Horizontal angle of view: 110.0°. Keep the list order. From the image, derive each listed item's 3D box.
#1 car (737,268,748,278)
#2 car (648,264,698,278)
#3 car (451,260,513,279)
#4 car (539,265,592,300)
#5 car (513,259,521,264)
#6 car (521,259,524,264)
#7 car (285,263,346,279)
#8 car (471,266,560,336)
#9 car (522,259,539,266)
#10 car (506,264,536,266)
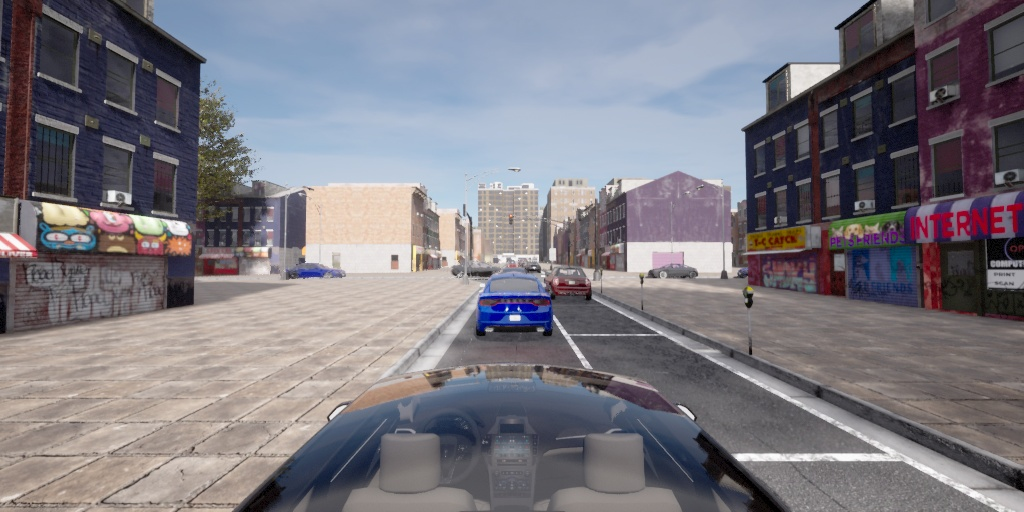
[{"bbox_3d":[23.049,1.337,32.576,4.674,1.442,1.812,0,-2,0],"label":"car"},{"bbox_3d":[14.595,1.379,32.628,4.181,1.385,1.994,0,-2,0],"label":"car"},{"bbox_3d":[-2.613,1.231,29.775,4.902,1.511,2.128,0,-1,0],"label":"car"},{"bbox_3d":[2.629,1.206,17.793,1.967,1.591,4.097,0,0,0],"label":"car"},{"bbox_3d":[0.087,1.522,55.246,1.895,1.301,4.718,0,0,0],"label":"car"},{"bbox_3d":[2.617,1.452,49.973,1.948,1.339,4.313,0,0,0],"label":"car"},{"bbox_3d":[-16.356,1.320,29.864,4.674,1.442,1.812,0,-2,0],"label":"car"},{"bbox_3d":[0.036,1.233,10.476,1.882,1.535,5.008,0,0,-1],"label":"car"},{"bbox_3d":[2.620,1.420,44.537,1.948,1.339,4.313,0,0,0],"label":"car"},{"bbox_3d":[0.093,1.292,17.992,1.812,1.442,4.674,0,0,0],"label":"car"}]
